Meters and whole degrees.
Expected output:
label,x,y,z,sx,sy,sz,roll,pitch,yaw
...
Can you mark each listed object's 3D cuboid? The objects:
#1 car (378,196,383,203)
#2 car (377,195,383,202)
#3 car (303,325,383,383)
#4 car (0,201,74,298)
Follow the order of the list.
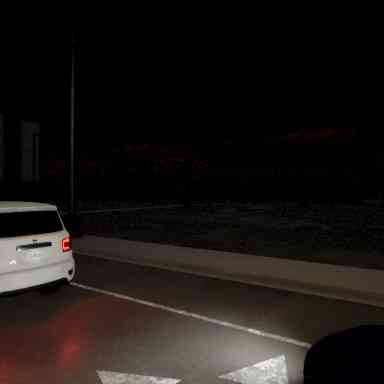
label,x,y,z,sx,sy,sz,roll,pitch,yaw
car,39.916,1.527,67.905,2.038,1.542,4.974,1,1,6
car,39.923,1.369,67.954,1.853,1.218,4.536,1,1,6
car,3.010,1.516,1.840,4.674,1.442,1.812,0,0,35
car,-5.028,1.220,7.571,5.566,2.045,2.150,0,0,35
